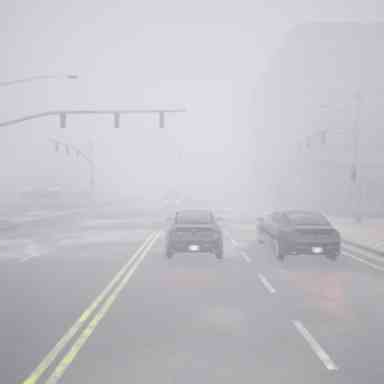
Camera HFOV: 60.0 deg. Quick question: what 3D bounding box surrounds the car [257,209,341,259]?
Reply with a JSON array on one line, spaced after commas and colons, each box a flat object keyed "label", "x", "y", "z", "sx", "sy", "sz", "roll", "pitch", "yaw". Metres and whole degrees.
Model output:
[{"label": "car", "x": 3.573, "y": 1.354, "z": 11.876, "sx": 1.837, "sy": 1.490, "sz": 4.892, "roll": 0, "pitch": 1, "yaw": 0}]

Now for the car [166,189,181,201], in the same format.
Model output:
[{"label": "car", "x": -3.537, "y": 0.455, "z": 60.500, "sx": 2.150, "sy": 2.045, "sz": 5.566, "roll": 0, "pitch": 1, "yaw": 1}]

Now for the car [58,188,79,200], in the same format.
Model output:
[{"label": "car", "x": -26.710, "y": 0.486, "z": 71.955, "sx": 1.970, "sy": 1.475, "sz": 3.806, "roll": 0, "pitch": 1, "yaw": 0}]

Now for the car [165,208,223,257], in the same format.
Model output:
[{"label": "car", "x": 0.075, "y": 1.350, "z": 12.164, "sx": 1.837, "sy": 1.490, "sz": 4.892, "roll": 0, "pitch": 1, "yaw": 0}]

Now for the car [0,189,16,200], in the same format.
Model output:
[{"label": "car", "x": -32.531, "y": 0.677, "z": 56.875, "sx": 1.970, "sy": 1.475, "sz": 3.806, "roll": 0, "pitch": 1, "yaw": 0}]

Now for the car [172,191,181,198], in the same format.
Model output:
[{"label": "car", "x": -3.500, "y": 0.538, "z": 76.042, "sx": 1.837, "sy": 1.490, "sz": 4.892, "roll": 0, "pitch": 1, "yaw": 0}]

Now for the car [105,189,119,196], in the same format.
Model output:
[{"label": "car", "x": -21.048, "y": 0.025, "z": 89.343, "sx": 1.932, "sy": 1.855, "sz": 4.605, "roll": 0, "pitch": 1, "yaw": 0}]

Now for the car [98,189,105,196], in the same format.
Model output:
[{"label": "car", "x": -23.942, "y": 0.027, "z": 89.408, "sx": 1.905, "sy": 1.878, "sz": 3.866, "roll": 0, "pitch": 1, "yaw": 0}]
